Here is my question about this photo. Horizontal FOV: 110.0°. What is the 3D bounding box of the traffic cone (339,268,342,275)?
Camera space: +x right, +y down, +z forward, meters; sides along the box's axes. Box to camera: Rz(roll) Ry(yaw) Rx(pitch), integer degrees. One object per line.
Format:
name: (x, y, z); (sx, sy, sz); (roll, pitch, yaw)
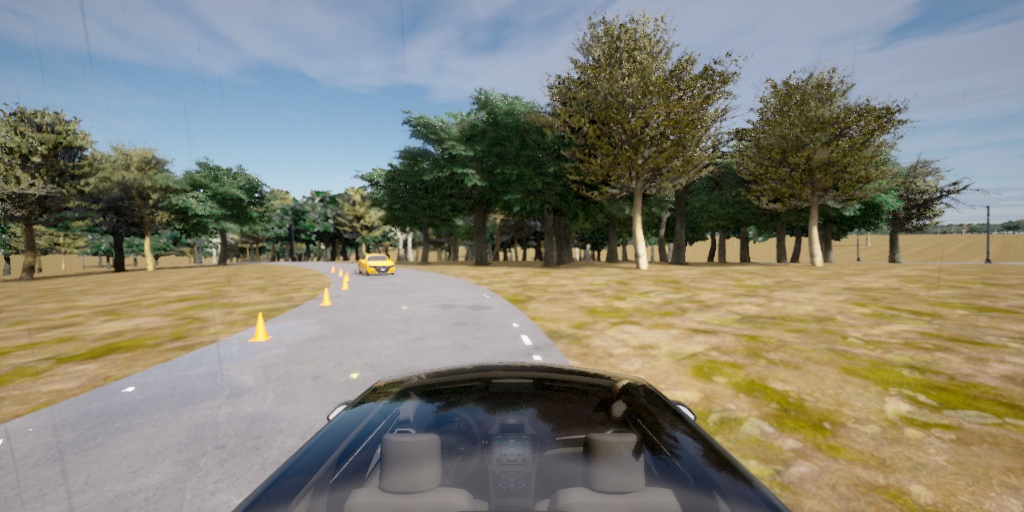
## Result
traffic cone: (-12.110, 1.115, 25.393); (0.340, 0.580, 0.340); (0, 0, -31)

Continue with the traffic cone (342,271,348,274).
traffic cone: (-9.756, 1.180, 21.238); (0.340, 0.580, 0.340); (0, 0, -27)

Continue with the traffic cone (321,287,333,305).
traffic cone: (-6.425, 1.384, 12.426); (0.340, 0.580, 0.340); (0, 0, -15)

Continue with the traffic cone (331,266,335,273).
traffic cone: (-14.736, 1.064, 29.572); (0.340, 0.580, 0.340); (0, 0, -33)

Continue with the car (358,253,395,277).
car: (-9.777, 0.587, 25.760); (1.882, 1.535, 5.008); (-2, 2, -31)

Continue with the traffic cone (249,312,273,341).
traffic cone: (-5.466, 1.520, 7.809); (0.340, 0.580, 0.340); (0, 0, -9)

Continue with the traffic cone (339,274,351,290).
traffic cone: (-7.860, 1.270, 16.918); (0.340, 0.580, 0.340); (0, 0, -21)
